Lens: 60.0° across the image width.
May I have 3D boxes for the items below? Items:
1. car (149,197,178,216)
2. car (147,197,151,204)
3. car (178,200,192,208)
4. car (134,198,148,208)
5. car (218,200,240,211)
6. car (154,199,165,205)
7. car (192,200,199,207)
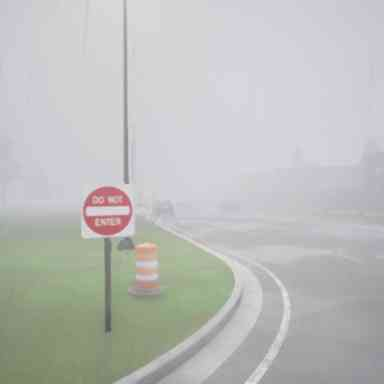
[{"bbox_3d":[-3.492,1.810,39.618,2.097,1.767,4.553,0,-1,-15],"label":"car"},{"bbox_3d":[-7.459,2.273,68.014,1.882,1.535,5.008,0,-1,-15],"label":"car"},{"bbox_3d":[-1.881,2.191,60.580,1.812,1.442,4.674,0,-1,-15],"label":"car"},{"bbox_3d":[-10.294,2.321,65.432,1.812,1.442,4.674,0,-1,-15],"label":"car"},{"bbox_3d":[5.246,1.953,47.664,2.128,1.511,4.902,0,-1,-15],"label":"car"},{"bbox_3d":[-8.290,2.578,84.903,1.895,1.301,4.718,0,-1,-15],"label":"car"},{"bbox_3d":[-0.091,2.327,67.914,1.895,1.301,4.718,0,-1,-15],"label":"car"}]
